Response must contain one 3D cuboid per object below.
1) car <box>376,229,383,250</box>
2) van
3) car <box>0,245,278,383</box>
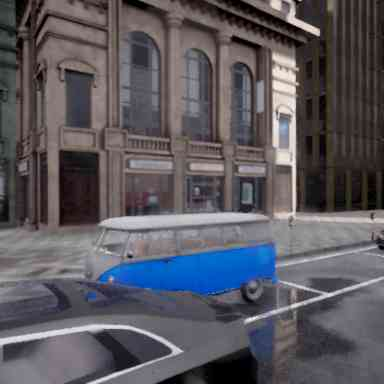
[{"bbox_3d":[8.901,1.564,13.015,4.206,1.307,1.802,0,0,-36],"label":"car"},{"bbox_3d":[-0.096,1.337,6.599,3.998,1.788,1.690,0,0,-36],"label":"van"},{"bbox_3d":[-1.695,1.492,2.158,4.902,1.511,2.128,0,0,-35],"label":"car"}]
